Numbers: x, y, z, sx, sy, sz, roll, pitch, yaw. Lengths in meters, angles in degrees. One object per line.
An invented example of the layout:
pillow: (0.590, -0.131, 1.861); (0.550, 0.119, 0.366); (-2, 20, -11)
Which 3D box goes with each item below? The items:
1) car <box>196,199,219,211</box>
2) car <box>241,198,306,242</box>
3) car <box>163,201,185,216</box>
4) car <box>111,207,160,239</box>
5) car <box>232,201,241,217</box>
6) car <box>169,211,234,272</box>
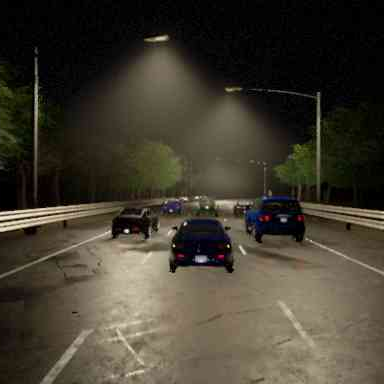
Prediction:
car: (1.574, 1.476, 33.095); (2.097, 1.767, 4.553); (0, 0, 5)
car: (4.015, 1.286, 16.805); (2.150, 2.045, 5.566); (0, 0, 2)
car: (-1.822, 1.651, 34.498); (1.812, 1.442, 4.674); (0, 0, 5)
car: (-2.930, 1.566, 17.898); (1.837, 1.490, 4.892); (0, 0, 2)
car: (5.099, 1.620, 33.276); (2.128, 1.511, 4.902); (0, 0, 5)
car: (0.302, 1.565, 10.868); (1.812, 1.442, 4.674); (0, 0, 2)
